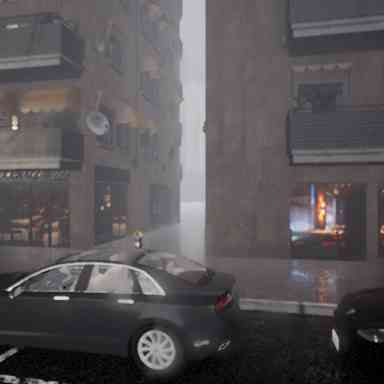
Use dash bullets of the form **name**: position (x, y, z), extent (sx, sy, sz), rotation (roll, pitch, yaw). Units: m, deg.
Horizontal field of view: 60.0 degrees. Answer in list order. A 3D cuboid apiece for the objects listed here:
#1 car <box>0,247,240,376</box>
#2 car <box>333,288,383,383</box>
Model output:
- **car**: position (-1.494, 1.550, 5.063), extent (4.403, 1.369, 2.008), rotation (0, 0, 12)
- **car**: position (4.023, 1.565, 3.937), extent (4.313, 1.339, 1.947), rotation (0, 0, 12)
